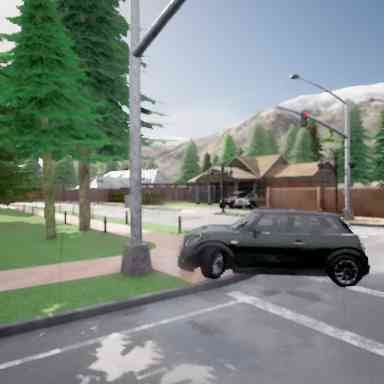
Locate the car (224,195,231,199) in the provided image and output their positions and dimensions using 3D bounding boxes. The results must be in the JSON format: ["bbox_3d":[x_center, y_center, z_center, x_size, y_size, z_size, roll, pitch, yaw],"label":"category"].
[{"bbox_3d":[4.907,0.905,36.926,3.866,1.878,1.905,-1,0,-37],"label":"car"}]

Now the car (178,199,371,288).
[{"bbox_3d":[1.946,1.206,8.589,4.553,1.767,2.097,2,0,2],"label":"car"}]

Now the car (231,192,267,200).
[{"bbox_3d":[6.727,0.899,35.149,4.605,1.855,1.932,-1,0,-37],"label":"car"}]
